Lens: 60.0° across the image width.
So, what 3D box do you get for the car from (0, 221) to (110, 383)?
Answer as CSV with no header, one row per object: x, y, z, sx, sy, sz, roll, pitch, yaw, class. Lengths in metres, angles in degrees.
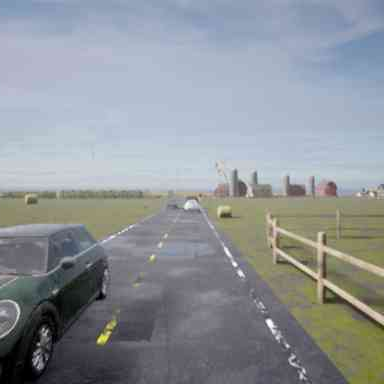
-2.853,1.382,5.456,2.097,1.767,4.553,0,0,0,car

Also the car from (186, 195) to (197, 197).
-0.035,1.517,52.886,2.150,2.045,5.566,0,0,0,car

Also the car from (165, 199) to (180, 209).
-2.851,1.780,48.985,1.837,1.490,4.892,0,-1,0,car

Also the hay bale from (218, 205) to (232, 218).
3.110,1.830,31.572,1.220,1.180,1.240,1,0,0,hay bale

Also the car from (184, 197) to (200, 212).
-0.004,1.760,42.042,1.812,1.442,4.674,0,-1,1,car
